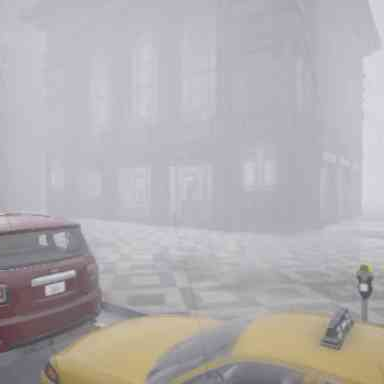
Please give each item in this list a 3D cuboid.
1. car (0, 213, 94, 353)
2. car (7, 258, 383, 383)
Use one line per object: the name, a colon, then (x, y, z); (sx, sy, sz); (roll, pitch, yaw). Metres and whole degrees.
car: (-3.663, 1.283, 5.576); (5.009, 1.841, 2.192); (0, 0, 36)
car: (0.772, 1.522, 2.412); (4.829, 1.417, 1.752); (0, 0, 36)
